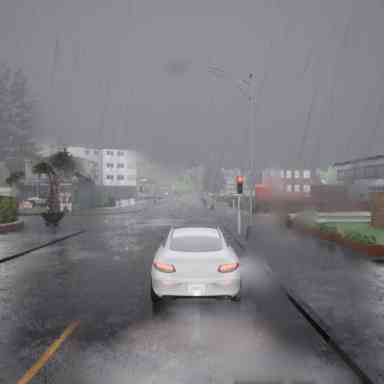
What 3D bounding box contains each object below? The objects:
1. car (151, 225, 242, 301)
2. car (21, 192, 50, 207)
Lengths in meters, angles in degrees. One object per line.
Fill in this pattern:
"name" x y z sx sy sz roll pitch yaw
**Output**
"car" 0.082 1.526 8.170 1.812 1.442 4.674 0 0 0
"car" -19.838 0.986 42.815 1.905 1.878 3.866 0 0 35
